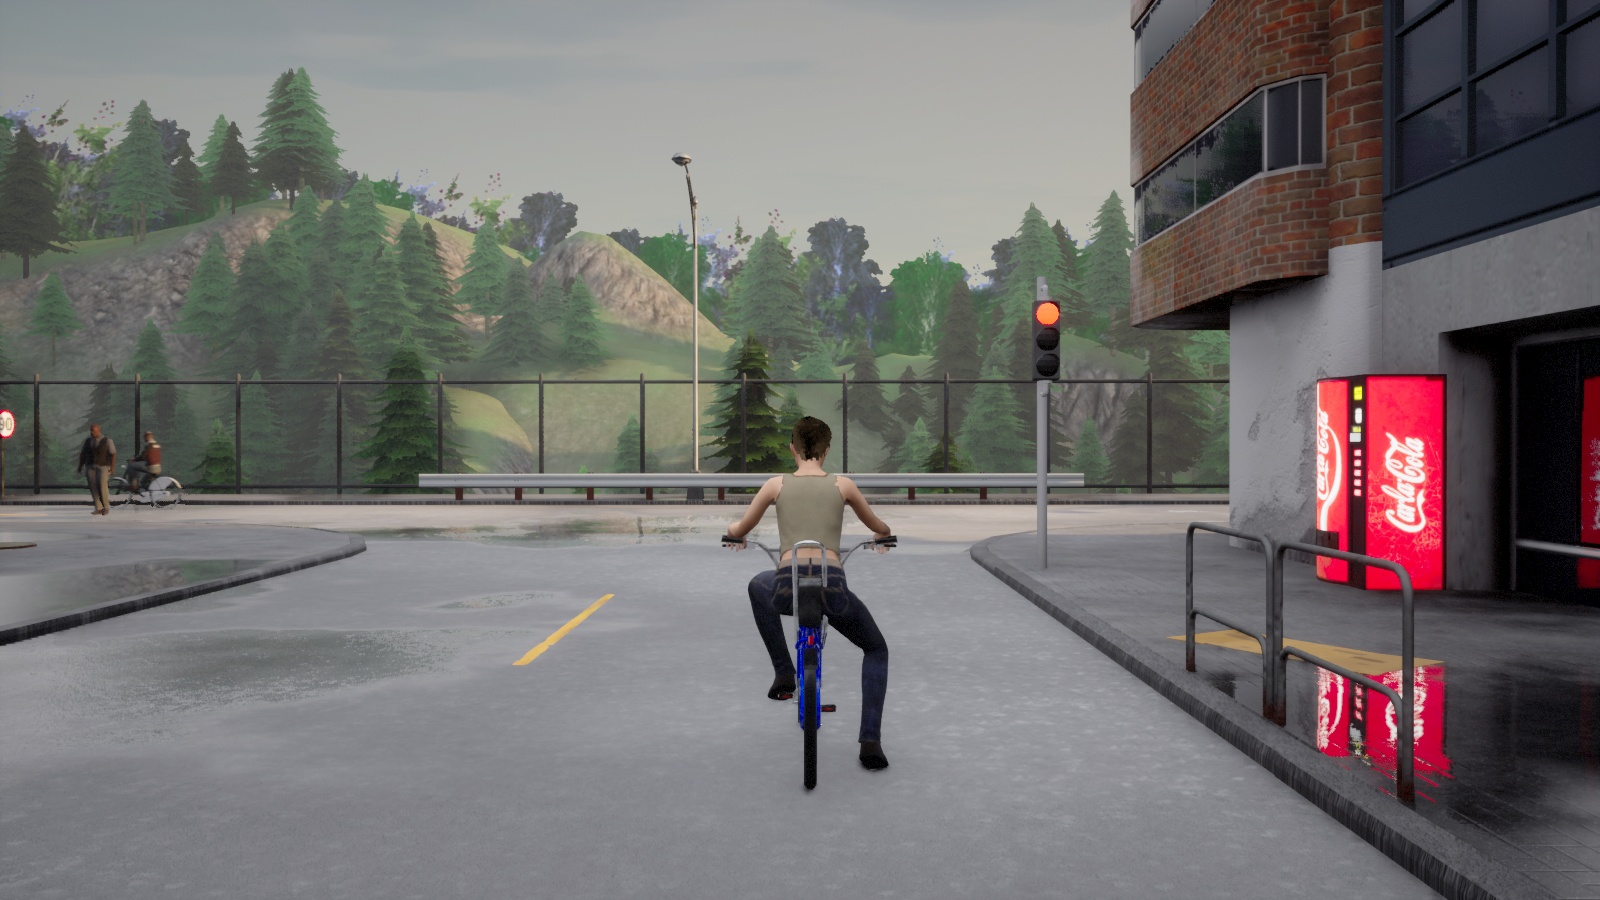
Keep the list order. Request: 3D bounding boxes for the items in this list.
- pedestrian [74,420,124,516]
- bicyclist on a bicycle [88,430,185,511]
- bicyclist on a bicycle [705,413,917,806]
[{"bbox_3d":[-13.911,0.346,24.939,0.563,1.883,0.849,0,0,-5],"label":"pedestrian"},{"bbox_3d":[-14.860,0.446,28.131,1.843,1.776,0.659,0,0,3],"label":"bicyclist on a bicycle"},{"bbox_3d":[0.045,0.650,5.896,0.866,1.612,1.509,0,0,0],"label":"bicyclist on a bicycle"}]
